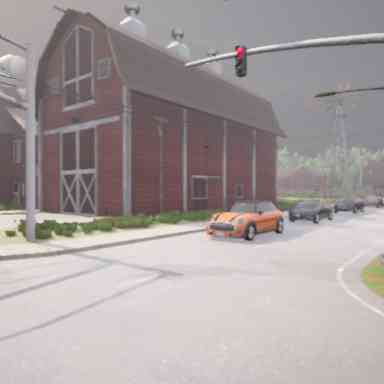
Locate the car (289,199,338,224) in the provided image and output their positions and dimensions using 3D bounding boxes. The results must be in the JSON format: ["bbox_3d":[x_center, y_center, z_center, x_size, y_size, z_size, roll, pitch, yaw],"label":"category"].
[{"bbox_3d":[8.273,1.284,23.045,1.837,1.490,4.892,0,1,39],"label":"car"}]

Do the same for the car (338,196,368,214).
[{"bbox_3d":[14.619,1.199,30.935,1.837,1.490,4.892,0,0,39],"label":"car"}]

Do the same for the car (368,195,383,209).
[{"bbox_3d":[21.224,1.130,39.099,1.812,1.442,4.674,0,1,39],"label":"car"}]

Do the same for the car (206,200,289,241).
[{"bbox_3d":[2.622,1.208,16.011,2.097,1.767,4.553,0,1,39],"label":"car"}]
